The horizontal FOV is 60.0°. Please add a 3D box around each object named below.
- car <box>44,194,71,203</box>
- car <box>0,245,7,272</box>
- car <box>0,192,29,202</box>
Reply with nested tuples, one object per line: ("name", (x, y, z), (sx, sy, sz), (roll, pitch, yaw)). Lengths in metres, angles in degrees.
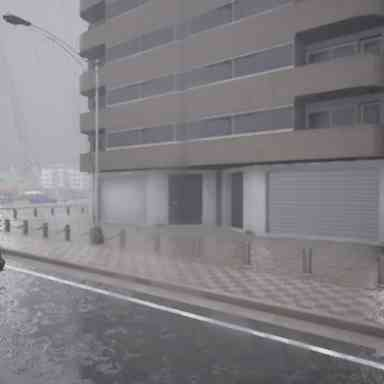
("car", (-27.270, 1.324, 67.436), (1.970, 1.475, 3.806), (0, 0, 35))
("car", (-7.076, 1.525, 8.925), (5.357, 1.411, 2.033), (0, 0, 35))
("car", (-41.132, 1.047, 77.098), (1.932, 1.855, 4.605), (0, 0, 35))
